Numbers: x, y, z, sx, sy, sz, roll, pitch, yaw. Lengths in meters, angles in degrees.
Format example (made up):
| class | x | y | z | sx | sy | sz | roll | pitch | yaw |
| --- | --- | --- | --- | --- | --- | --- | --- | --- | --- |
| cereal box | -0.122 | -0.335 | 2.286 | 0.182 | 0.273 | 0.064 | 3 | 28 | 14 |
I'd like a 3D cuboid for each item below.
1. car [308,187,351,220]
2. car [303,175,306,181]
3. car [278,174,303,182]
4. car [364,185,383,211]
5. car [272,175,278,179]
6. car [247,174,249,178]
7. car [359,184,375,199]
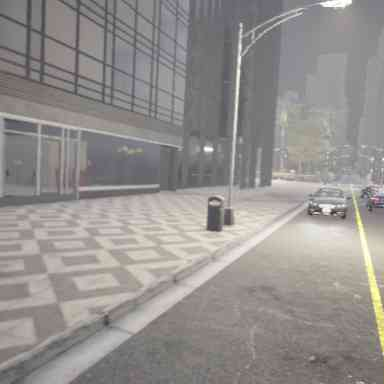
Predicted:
| class | x | y | z | sx | sy | sz | roll | pitch | yaw |
| --- | --- | --- | --- | --- | --- | --- | --- | --- | --- |
| car | 7.621 | 0.526 | 18.433 | 2.128 | 1.511 | 4.902 | 5 | 5 | 25 |
| car | 27.822 | -3.790 | 88.969 | 5.009 | 1.841 | 2.192 | 6 | 4 | 25 |
| car | 24.153 | -3.241 | 81.287 | 4.403 | 1.369 | 2.008 | 6 | 4 | 25 |
| car | 12.973 | 0.535 | 22.568 | 1.812 | 1.442 | 4.674 | 5 | 4 | 25 |
| car | 22.830 | -4.059 | 91.331 | 4.507 | 1.381 | 1.887 | 6 | 4 | 25 |
| car | 14.200 | -4.221 | 85.984 | 4.313 | 1.339 | 1.947 | 6 | 4 | 25 |
| car | 18.667 | -0.060 | 34.661 | 1.837 | 1.490 | 4.892 | 5 | 5 | 25 |
